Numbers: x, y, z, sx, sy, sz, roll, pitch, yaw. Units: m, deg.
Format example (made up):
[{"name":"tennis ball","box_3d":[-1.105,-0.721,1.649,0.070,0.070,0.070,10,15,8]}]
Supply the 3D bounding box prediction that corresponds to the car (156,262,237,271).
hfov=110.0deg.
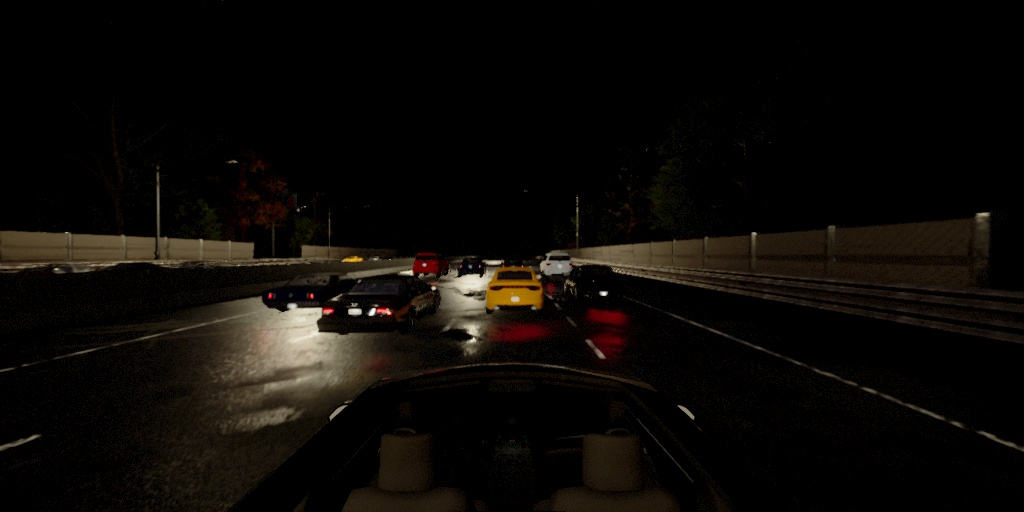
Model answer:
[{"name":"car","box_3d":[-17.601,1.227,21.156,1.895,1.301,4.718,0,0,0]}]

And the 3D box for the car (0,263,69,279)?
[{"name":"car","box_3d":[-28.101,1.168,22.226,2.033,1.411,5.357,0,0,0]}]

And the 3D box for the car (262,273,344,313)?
[{"name":"car","box_3d":[-6.902,1.275,13.499,1.895,1.301,4.718,0,0,0]}]

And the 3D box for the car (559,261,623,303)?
[{"name":"car","box_3d":[3.499,1.156,16.080,1.837,1.490,4.892,0,0,0]}]

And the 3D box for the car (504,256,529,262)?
[{"name":"car","box_3d":[0.097,0.912,31.399,2.097,1.767,4.553,0,0,0]}]

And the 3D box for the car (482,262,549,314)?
[{"name":"car","box_3d":[0.099,1.151,13.458,1.882,1.535,5.008,0,0,0]}]

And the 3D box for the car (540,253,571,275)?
[{"name":"car","box_3d":[3.498,0.791,28.763,2.150,2.045,5.566,0,0,0]}]

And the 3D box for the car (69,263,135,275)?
[{"name":"car","box_3d":[-24.600,1.140,23.104,1.812,1.442,4.674,0,0,0]}]

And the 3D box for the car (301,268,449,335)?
[{"name":"car","box_3d":[-3.402,1.242,10.276,2.033,1.411,5.357,0,0,0]}]

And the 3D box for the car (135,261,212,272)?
[{"name":"car","box_3d":[-21.100,1.102,23.677,2.128,1.511,4.902,0,0,0]}]

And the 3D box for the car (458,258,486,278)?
[{"name":"car","box_3d":[-3.403,0.912,31.401,2.097,1.767,4.553,0,0,0]}]

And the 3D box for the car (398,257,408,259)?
[{"name":"car","box_3d":[-17.530,0.891,61.768,1.837,1.490,4.892,0,0,1]}]

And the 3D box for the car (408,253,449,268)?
[{"name":"car","box_3d":[-6.903,0.785,30.939,2.150,2.045,5.566,0,0,0]}]
